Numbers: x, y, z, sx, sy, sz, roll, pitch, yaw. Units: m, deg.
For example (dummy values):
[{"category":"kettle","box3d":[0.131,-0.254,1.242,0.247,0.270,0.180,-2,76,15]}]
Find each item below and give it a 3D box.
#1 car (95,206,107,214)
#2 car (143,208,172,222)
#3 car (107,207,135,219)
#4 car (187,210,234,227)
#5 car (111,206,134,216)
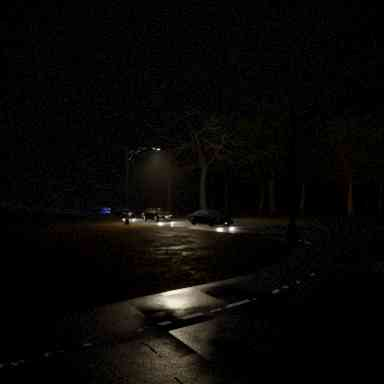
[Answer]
[{"category":"car","box3d":[-17.636,3.512,65.336,1.882,1.535,5.008,1,-2,-33]},{"category":"car","box3d":[-4.029,2.579,38.028,1.837,1.490,4.892,1,-2,-33]},{"category":"car","box3d":[-9.615,2.896,46.562,2.128,1.511,4.902,1,-2,-33]},{"category":"car","box3d":[1.478,2.282,29.669,2.033,1.411,5.357,0,-2,-30]},{"category":"car","box3d":[-11.919,3.223,56.618,2.128,1.511,4.902,1,-2,-33]}]
